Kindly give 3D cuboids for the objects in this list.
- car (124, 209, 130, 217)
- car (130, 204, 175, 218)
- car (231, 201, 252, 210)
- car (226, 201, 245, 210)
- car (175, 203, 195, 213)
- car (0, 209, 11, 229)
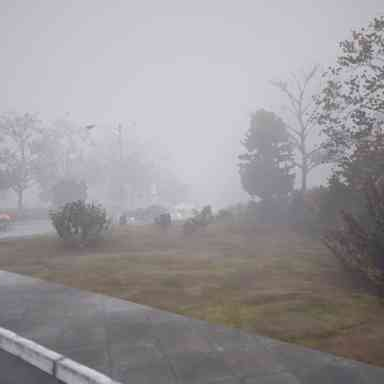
[{"bbox_3d":[-6.604,2.391,42.069,1.812,1.442,4.674,-3,-2,32],"label":"car"},{"bbox_3d":[-4.494,2.200,38.515,1.837,1.490,4.892,-3,-2,32],"label":"car"},{"bbox_3d":[8.964,2.388,59.940,1.837,1.490,4.892,-3,-2,32],"label":"car"},{"bbox_3d":[7.052,2.197,50.349,2.033,1.411,5.357,-3,-2,32],"label":"car"},{"bbox_3d":[-1.310,2.453,50.485,1.812,1.442,4.674,-3,-2,33],"label":"car"},{"bbox_3d":[-16.886,2.161,26.052,2.097,1.767,4.553,-3,-2,33],"label":"car"}]
